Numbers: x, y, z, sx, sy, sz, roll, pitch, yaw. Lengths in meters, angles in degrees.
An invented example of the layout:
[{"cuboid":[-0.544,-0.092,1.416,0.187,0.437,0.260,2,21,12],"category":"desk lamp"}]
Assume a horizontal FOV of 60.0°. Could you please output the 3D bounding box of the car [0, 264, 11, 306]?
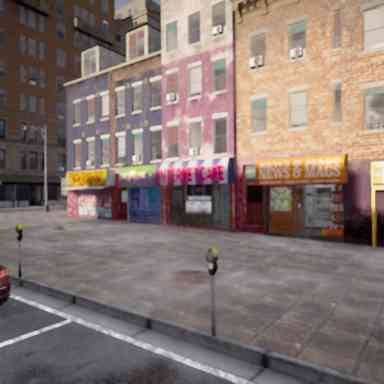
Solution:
[{"cuboid":[-5.146,1.535,6.503,4.206,1.307,1.802,0,-1,36],"category":"car"}]
